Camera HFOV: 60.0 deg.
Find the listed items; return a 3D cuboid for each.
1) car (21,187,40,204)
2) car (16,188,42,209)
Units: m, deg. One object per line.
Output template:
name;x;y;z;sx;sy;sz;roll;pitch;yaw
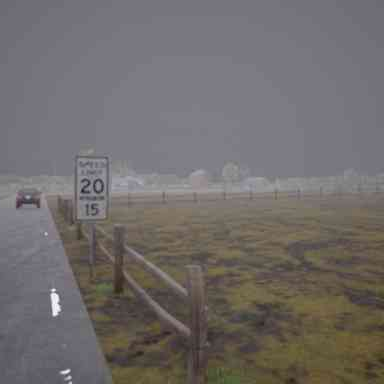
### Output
car;-21.124;0.431;43.669;2.150;2.045;5.566;0;1;-25
car;-16.769;0.595;34.217;2.150;2.045;5.566;0;1;-24
